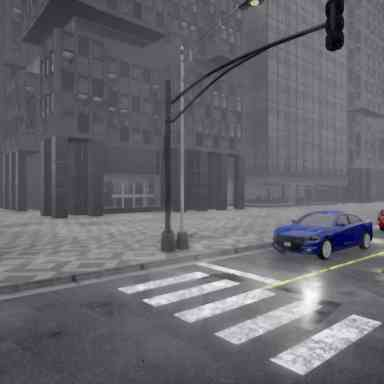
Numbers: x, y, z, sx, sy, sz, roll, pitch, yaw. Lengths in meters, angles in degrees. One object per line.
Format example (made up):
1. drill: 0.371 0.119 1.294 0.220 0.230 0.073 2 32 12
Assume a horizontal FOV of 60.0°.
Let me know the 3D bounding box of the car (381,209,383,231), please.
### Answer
1. car: 12.773 1.199 19.135 5.566 2.045 2.150 0 0 -40

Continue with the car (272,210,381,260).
1. car: 5.075 1.466 12.665 5.008 1.535 1.882 0 0 -40
